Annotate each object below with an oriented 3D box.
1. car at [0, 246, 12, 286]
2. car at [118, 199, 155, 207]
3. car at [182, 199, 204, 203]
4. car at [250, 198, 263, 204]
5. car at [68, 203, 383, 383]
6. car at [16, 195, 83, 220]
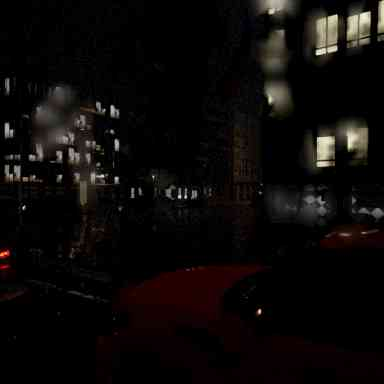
[{"bbox_3d":[-6.162,1.522,8.063,4.674,1.442,1.812,0,0,35],"label":"car"},{"bbox_3d":[-6.196,1.596,37.424,2.128,1.511,4.902,1,0,37],"label":"car"},{"bbox_3d":[-0.112,1.677,45.584,1.812,1.442,4.674,1,0,36],"label":"car"},{"bbox_3d":[11.587,1.793,55.978,2.033,1.411,5.357,1,0,37],"label":"car"},{"bbox_3d":[1.740,1.222,2.444,5.566,2.045,2.150,0,0,35],"label":"car"},{"bbox_3d":[-12.282,1.279,29.195,2.150,2.045,5.566,1,0,39],"label":"car"}]
